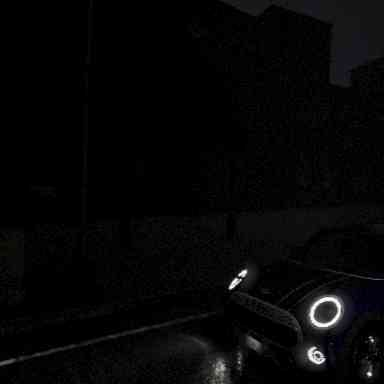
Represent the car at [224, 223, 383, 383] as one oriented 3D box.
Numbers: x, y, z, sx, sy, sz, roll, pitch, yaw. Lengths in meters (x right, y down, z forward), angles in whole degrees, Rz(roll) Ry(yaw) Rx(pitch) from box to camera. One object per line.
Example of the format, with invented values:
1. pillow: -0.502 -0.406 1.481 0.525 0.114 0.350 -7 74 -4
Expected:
1. car: 2.739 1.343 5.344 4.553 1.767 2.097 0 0 -30
